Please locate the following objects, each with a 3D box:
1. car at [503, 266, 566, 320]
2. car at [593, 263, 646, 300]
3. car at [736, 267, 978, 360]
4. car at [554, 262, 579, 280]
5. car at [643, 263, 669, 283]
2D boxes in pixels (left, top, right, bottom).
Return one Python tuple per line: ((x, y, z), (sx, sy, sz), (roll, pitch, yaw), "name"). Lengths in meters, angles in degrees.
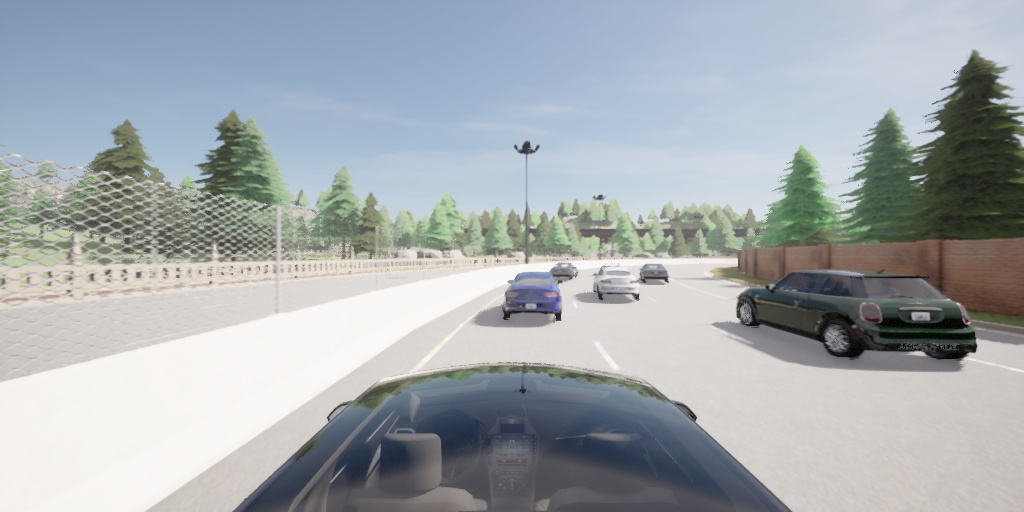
((0.783, 1.254, 12.452), (1.812, 1.442, 4.674), (0, 0, 6), "car")
((5.019, 1.247, 17.549), (1.812, 1.442, 4.674), (0, 0, 9), "car")
((7.450, 1.094, 8.529), (2.097, 1.767, 4.553), (0, 0, 4), "car")
((4.512, 1.241, 30.651), (2.033, 1.411, 5.357), (0, 0, 17), "car")
((10.892, 1.253, 27.667), (2.033, 1.411, 5.357), (0, 0, 17), "car")
